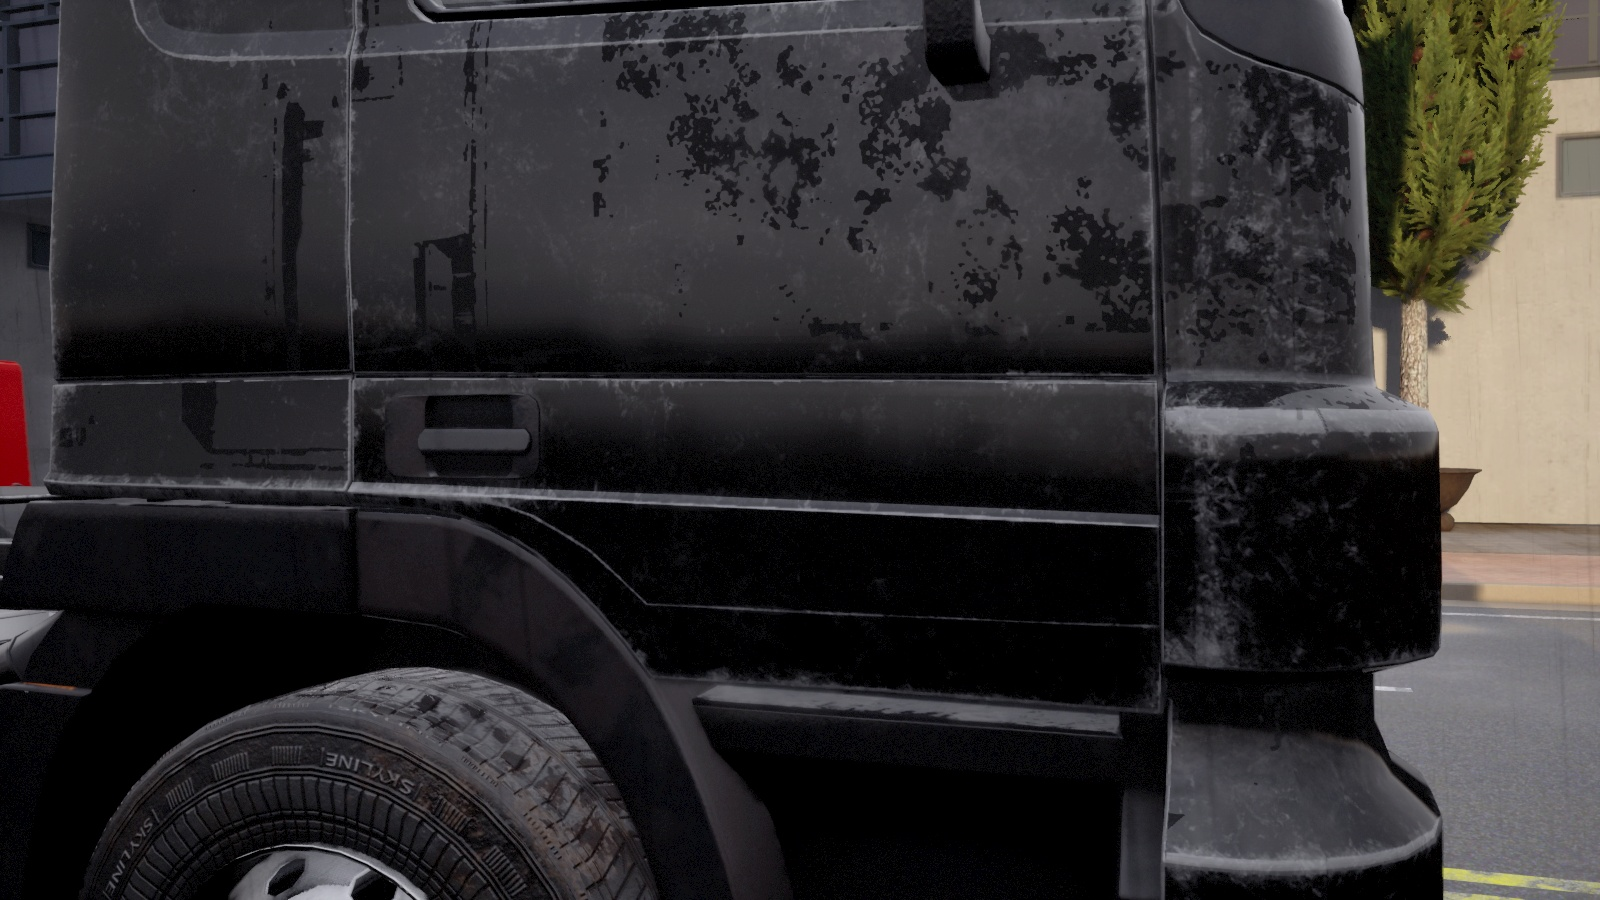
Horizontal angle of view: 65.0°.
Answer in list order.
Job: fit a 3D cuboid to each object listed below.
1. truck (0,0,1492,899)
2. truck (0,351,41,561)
[{"bbox_3d":[-2.510,-0.230,4.057,7.936,3.462,2.891,1,1,19],"label":"truck"},{"bbox_3d":[-12.072,0.061,14.556,5.204,2.467,2.627,0,1,12],"label":"truck"}]
